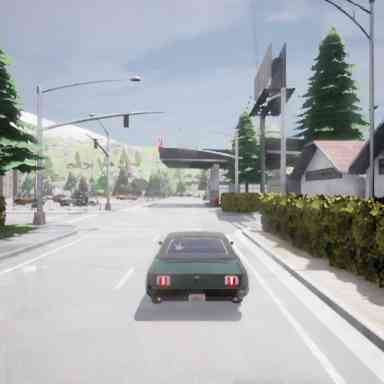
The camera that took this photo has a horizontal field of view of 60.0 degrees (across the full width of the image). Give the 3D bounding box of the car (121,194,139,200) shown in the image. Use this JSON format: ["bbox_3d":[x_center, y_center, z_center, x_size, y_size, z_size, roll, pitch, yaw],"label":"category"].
[{"bbox_3d":[-16.449,1.316,88.040,4.514,1.523,2.007,0,0,0],"label":"car"}]

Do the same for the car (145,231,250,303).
[{"bbox_3d":[0.100,1.599,8.130,1.895,1.301,4.718,0,0,0],"label":"car"}]

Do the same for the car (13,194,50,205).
[{"bbox_3d":[-24.628,1.084,50.565,4.605,1.855,1.932,0,0,0],"label":"car"}]

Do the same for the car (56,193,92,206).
[{"bbox_3d":[-16.743,1.064,47.319,3.866,1.878,1.905,0,0,0],"label":"car"}]

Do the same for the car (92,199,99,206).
[{"bbox_3d":[-16.149,1.347,50.647,3.806,1.475,1.970,0,0,0],"label":"car"}]

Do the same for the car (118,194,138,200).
[{"bbox_3d":[-16.380,1.307,84.903,5.027,1.636,2.152,0,0,0],"label":"car"}]

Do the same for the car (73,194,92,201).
[{"bbox_3d":[-23.992,1.300,73.018,3.633,1.501,1.845,0,0,0],"label":"car"}]

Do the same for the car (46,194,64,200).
[{"bbox_3d":[-35.046,1.361,84.953,3.806,1.475,1.970,0,0,0],"label":"car"}]

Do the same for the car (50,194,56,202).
[{"bbox_3d":[-23.982,1.281,63.025,4.514,1.523,2.007,0,0,0],"label":"car"}]
